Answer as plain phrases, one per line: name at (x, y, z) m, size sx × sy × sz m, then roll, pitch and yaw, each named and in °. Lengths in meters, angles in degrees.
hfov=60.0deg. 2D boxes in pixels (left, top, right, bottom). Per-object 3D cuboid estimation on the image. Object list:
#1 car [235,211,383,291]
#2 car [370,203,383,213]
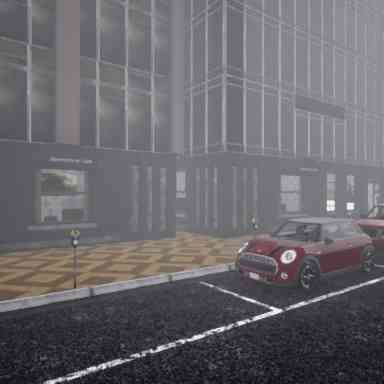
car at (3.080, 1.439, 8.933) m, size 4.097 × 1.590 × 1.967 m, roll 0°, pitch 0°, yaw -36°
car at (7.605, 1.310, 12.161) m, size 5.009 × 1.841 × 2.192 m, roll 0°, pitch 0°, yaw -36°
